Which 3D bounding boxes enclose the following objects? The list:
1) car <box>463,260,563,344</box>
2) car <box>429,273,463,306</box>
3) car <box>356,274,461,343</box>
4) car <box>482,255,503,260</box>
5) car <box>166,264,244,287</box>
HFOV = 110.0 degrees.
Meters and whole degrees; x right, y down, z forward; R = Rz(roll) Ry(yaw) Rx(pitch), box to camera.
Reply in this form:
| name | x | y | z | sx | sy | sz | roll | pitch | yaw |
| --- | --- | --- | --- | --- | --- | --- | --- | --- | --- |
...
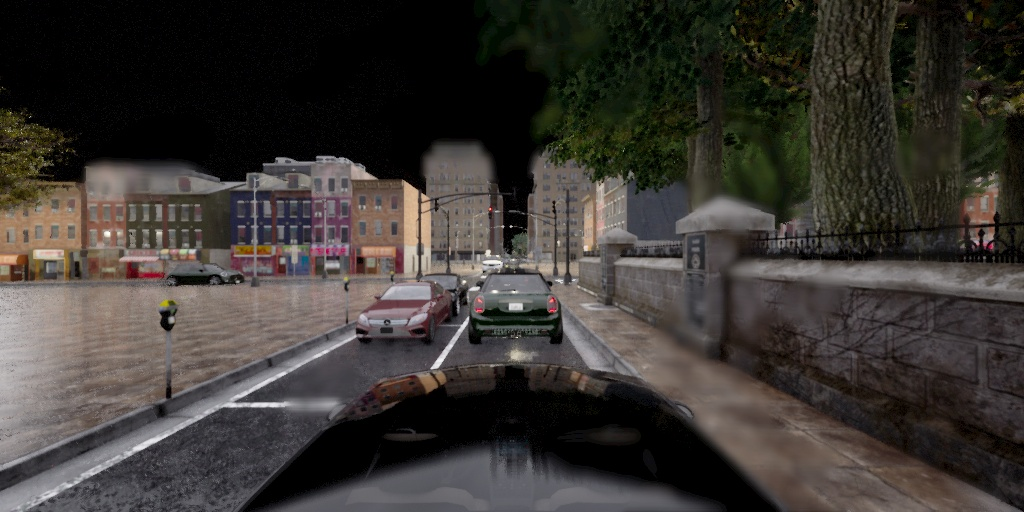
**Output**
| name | x | y | z | sx | sy | sz | roll | pitch | yaw |
| --- | --- | --- | --- | --- | --- | --- | --- | --- | --- |
| car | 0.073 | 1.098 | 9.751 | 2.097 | 1.767 | 4.553 | 0 | 0 | 0 |
| car | -2.638 | 1.310 | 13.299 | 1.948 | 1.339 | 4.313 | 0 | 0 | 0 |
| car | -2.638 | 1.328 | 9.637 | 1.802 | 1.307 | 4.207 | 0 | 0 | 0 |
| car | -2.280 | 0.942 | 41.909 | 2.150 | 2.045 | 5.566 | 0 | 0 | 0 |
| car | -22.276 | 1.329 | 26.171 | 4.553 | 1.767 | 2.097 | -1 | 0 | 0 |
